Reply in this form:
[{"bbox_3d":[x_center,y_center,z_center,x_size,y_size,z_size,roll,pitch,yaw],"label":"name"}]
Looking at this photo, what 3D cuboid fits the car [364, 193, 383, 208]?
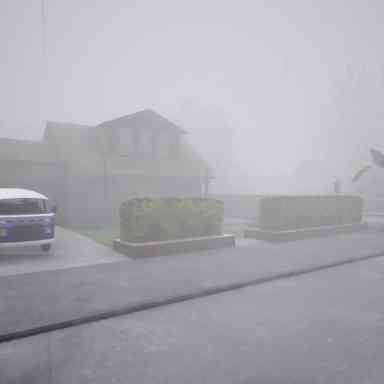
[{"bbox_3d":[23.118,0.985,40.284,3.866,1.878,1.905,0,0,0],"label":"car"}]
